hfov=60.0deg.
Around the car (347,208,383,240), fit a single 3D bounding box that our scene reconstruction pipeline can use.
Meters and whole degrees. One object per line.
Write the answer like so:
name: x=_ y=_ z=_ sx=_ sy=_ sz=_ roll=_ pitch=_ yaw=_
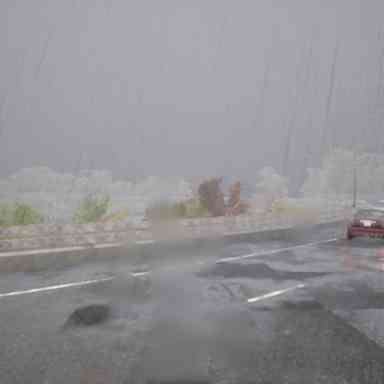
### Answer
car: x=10.029 y=1.623 z=17.684 sx=2.097 sy=1.767 sz=4.553 roll=0 pitch=-1 yaw=45
